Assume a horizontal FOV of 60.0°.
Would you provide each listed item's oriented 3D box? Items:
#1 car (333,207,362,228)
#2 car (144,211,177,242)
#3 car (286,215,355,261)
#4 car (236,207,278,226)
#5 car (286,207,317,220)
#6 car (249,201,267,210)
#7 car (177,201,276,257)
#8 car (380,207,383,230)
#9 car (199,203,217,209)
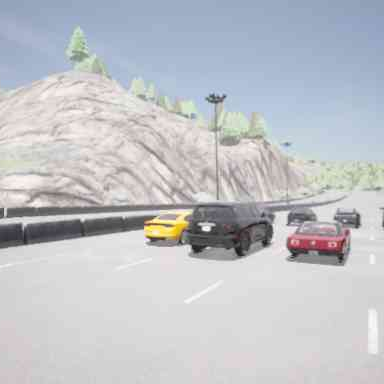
[{"bbox_3d":[12.469,1.988,26.697,2.128,1.511,4.902,0,-1,29],"label":"car"},{"bbox_3d":[-0.472,1.755,17.465,1.882,1.535,5.008,0,-1,29],"label":"car"},{"bbox_3d":[5.183,1.816,13.226,1.895,1.301,4.718,0,-1,29],"label":"car"},{"bbox_3d":[5.814,2.068,29.125,2.033,1.411,5.357,0,-1,29],"label":"car"},{"bbox_3d":[9.387,2.024,28.354,1.837,1.490,4.892,0,-1,29],"label":"car"},{"bbox_3d":[12.745,2.564,64.088,2.097,1.767,4.553,0,-1,29],"label":"car"},{"bbox_3d":[1.798,1.450,14.341,2.150,2.045,5.566,0,-1,29],"label":"car"},{"bbox_3d":[15.094,1.680,24.215,2.150,2.045,5.566,0,-1,29],"label":"car"},{"bbox_3d":[3.442,2.870,68.909,1.895,1.301,4.718,0,-1,28],"label":"car"}]
